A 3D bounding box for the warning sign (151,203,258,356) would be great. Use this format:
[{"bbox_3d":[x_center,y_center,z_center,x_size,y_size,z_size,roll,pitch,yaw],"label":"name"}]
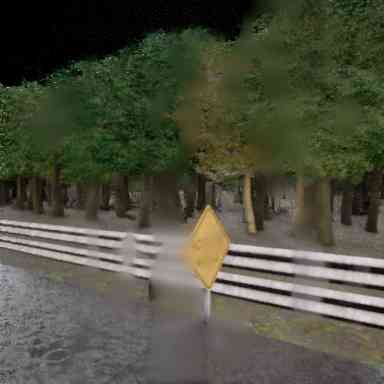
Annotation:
[{"bbox_3d":[0.220,1.124,5.011,1.060,1.860,1.300,0,0,36],"label":"warning sign"}]
